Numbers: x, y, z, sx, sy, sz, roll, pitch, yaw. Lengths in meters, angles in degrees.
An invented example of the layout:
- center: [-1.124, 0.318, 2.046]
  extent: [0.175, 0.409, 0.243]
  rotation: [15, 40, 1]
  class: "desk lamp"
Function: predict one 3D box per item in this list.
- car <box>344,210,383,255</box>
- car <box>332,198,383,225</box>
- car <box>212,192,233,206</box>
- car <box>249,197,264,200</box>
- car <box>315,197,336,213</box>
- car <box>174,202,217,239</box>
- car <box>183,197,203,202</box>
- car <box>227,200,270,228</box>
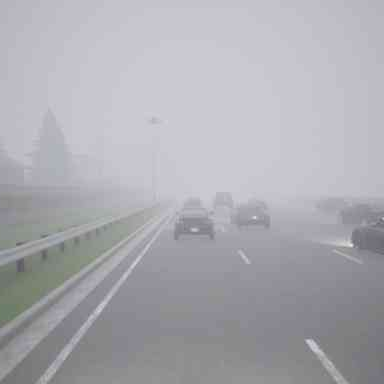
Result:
- center: [7.104, 1.497, 11.074]
  extent: [1.994, 1.385, 4.181]
  rotation: [0, 0, 0]
  class: "car"
- center: [10.607, 1.358, 20.028]
  extent: [1.882, 1.535, 5.008]
  rotation: [0, 0, 0]
  class: "car"
- center: [3.615, 0.984, 39.801]
  extent: [2.150, 2.045, 5.566]
  rotation: [0, 0, 0]
  class: "car"
- center: [7.100, 1.306, 36.675]
  extent: [1.812, 1.442, 4.674]
  rotation: [0, 0, 0]
  class: "car"
- center: [14.112, 1.290, 33.713]
  extent: [2.128, 1.511, 4.902]
  rotation: [0, 0, 0]
  class: "car"
- center: [0.106, 1.426, 16.530]
  extent: [1.812, 1.442, 4.674]
  rotation: [0, 0, 0]
  class: "car"
- center: [0.114, 1.295, 34.971]
  extent: [1.837, 1.490, 4.892]
  rotation: [0, 0, 0]
  class: "car"
- center: [3.608, 1.437, 21.150]
  extent: [1.994, 1.385, 4.181]
  rotation: [0, 0, 0]
  class: "car"
